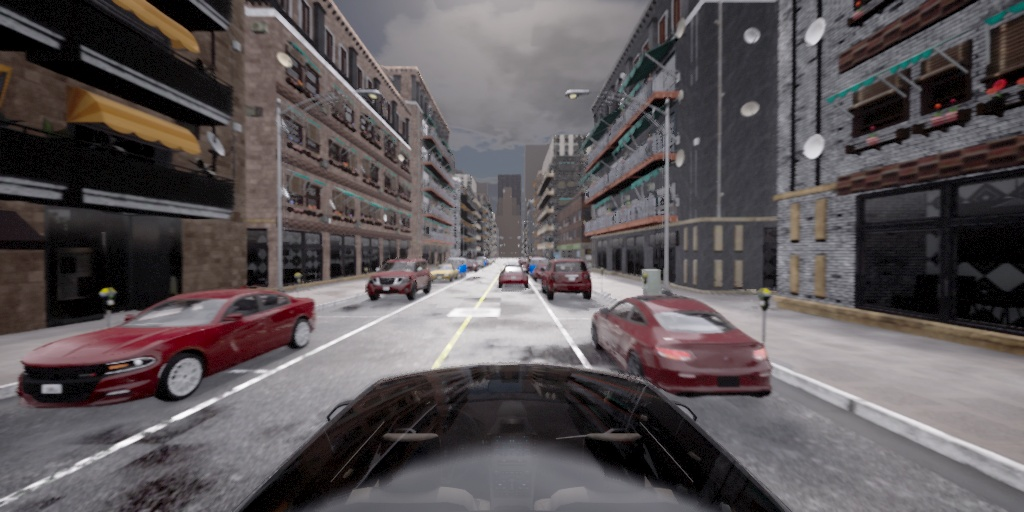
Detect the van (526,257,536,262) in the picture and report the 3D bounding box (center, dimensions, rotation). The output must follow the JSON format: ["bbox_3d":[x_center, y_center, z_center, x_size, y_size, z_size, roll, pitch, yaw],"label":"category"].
[{"bbox_3d":[2.553,1.085,34.628,1.690,1.789,3.998,0,0,0],"label":"van"}]

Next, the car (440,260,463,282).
[{"bbox_3d":[-5.326,1.271,28.829,1.751,1.417,4.829,0,0,0],"label":"car"}]

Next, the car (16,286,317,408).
[{"bbox_3d":[-5.318,1.295,6.395,1.888,1.381,4.507,0,0,0],"label":"car"}]

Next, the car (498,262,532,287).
[{"bbox_3d":[0.092,1.310,24.432,1.994,1.385,4.181,0,0,0],"label":"car"}]

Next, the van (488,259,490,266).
[{"bbox_3d":[-5.338,1.080,62.908,1.690,1.789,3.998,0,0,0],"label":"van"}]

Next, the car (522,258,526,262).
[{"bbox_3d":[2.551,1.057,40.293,2.192,1.841,5.009,0,0,0],"label":"car"}]

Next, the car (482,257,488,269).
[{"bbox_3d":[-5.336,1.291,57.256,2.007,1.370,4.403,0,0,0],"label":"car"}]

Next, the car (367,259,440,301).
[{"bbox_3d":[-5.322,1.062,17.697,2.192,1.841,5.009,0,0,0],"label":"car"}]

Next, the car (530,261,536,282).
[{"bbox_3d":[2.555,1.327,28.964,1.802,1.307,4.207,0,0,0],"label":"car"}]

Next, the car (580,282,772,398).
[{"bbox_3d":[2.563,1.331,6.307,1.802,1.307,4.207,0,0,0],"label":"car"}]

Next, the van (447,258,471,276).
[{"bbox_3d":[-5.328,1.085,34.651,1.690,1.789,3.998,0,0,0],"label":"van"}]

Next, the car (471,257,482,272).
[{"bbox_3d":[-5.332,1.182,45.954,1.967,1.591,4.097,0,0,0],"label":"car"}]

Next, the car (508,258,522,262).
[{"bbox_3d":[0.073,1.268,40.851,1.812,1.442,4.674,0,0,0],"label":"car"}]

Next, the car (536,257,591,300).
[{"bbox_3d":[2.559,1.061,17.635,2.192,1.841,5.009,0,0,0],"label":"car"}]
